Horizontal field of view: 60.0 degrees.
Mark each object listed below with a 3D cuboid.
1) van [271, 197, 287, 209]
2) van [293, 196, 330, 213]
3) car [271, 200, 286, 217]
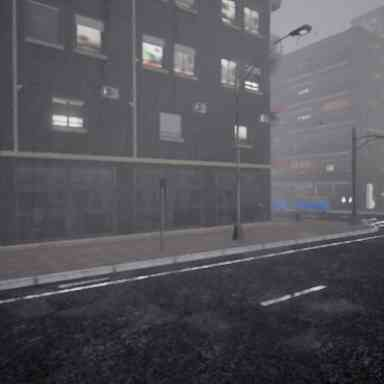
[{"bbox_3d":[9.888,1.456,41.418,1.690,1.788,3.998,-2,0,-36],"label":"van"},{"bbox_3d":[13.202,1.382,36.902,1.690,1.788,3.998,-2,0,-36],"label":"van"},{"bbox_3d":[6.464,1.711,31.986,1.802,1.307,4.206,-2,0,-36],"label":"car"}]
